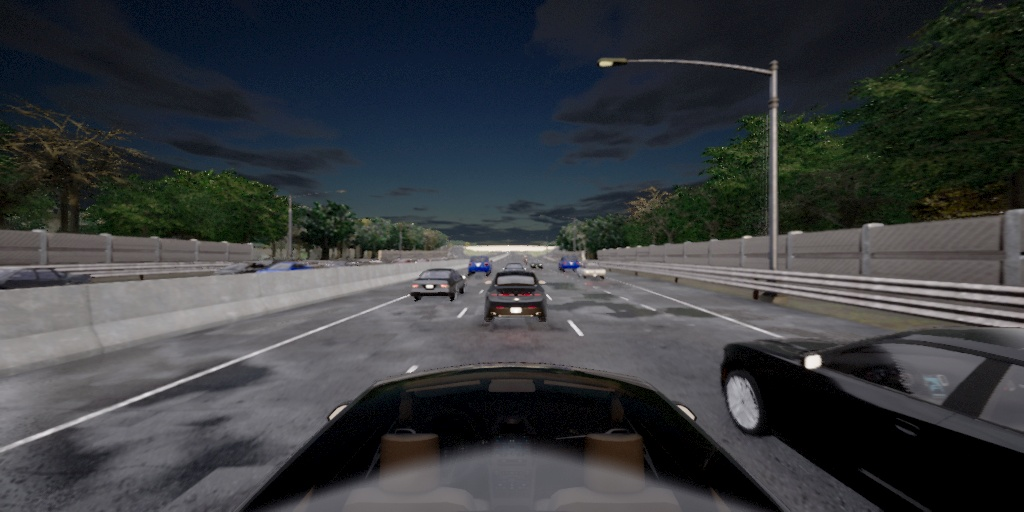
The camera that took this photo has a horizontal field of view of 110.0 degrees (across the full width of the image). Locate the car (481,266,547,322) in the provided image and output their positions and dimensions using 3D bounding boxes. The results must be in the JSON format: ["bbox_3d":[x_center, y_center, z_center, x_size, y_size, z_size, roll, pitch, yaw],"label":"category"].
[{"bbox_3d":[0.115,1.252,12.329,1.837,1.490,4.892,0,0,0],"label":"car"}]

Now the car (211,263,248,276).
[{"bbox_3d":[-21.018,1.261,28.139,1.837,1.490,4.892,0,0,0],"label":"car"}]

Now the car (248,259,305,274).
[{"bbox_3d":[-17.520,1.234,27.857,1.882,1.535,5.008,0,0,0],"label":"car"}]

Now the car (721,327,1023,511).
[{"bbox_3d":[3.501,1.228,2.412,1.882,1.535,5.008,0,0,0],"label":"car"}]

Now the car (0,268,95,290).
[{"bbox_3d":[-23.824,1.295,17.266,2.033,1.411,5.357,0,0,-3],"label":"car"}]

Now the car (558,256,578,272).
[{"bbox_3d":[7.246,1.016,45.989,2.150,2.045,5.566,0,0,1],"label":"car"}]

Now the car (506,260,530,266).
[{"bbox_3d":[0.187,1.308,30.235,2.033,1.411,5.357,0,0,0],"label":"car"}]

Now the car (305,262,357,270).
[{"bbox_3d":[-14.014,1.250,28.921,2.128,1.511,4.902,0,0,0],"label":"car"}]

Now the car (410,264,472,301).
[{"bbox_3d":[-3.378,1.296,17.215,2.033,1.411,5.357,0,0,0],"label":"car"}]

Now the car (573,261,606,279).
[{"bbox_3d":[7.048,1.366,32.479,1.895,1.301,4.718,0,0,2],"label":"car"}]

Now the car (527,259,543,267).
[{"bbox_3d":[3.820,1.418,57.203,1.895,1.301,4.718,0,0,1],"label":"car"}]

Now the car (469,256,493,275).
[{"bbox_3d":[-3.265,0.994,37.350,2.150,2.045,5.566,0,0,0],"label":"car"}]
